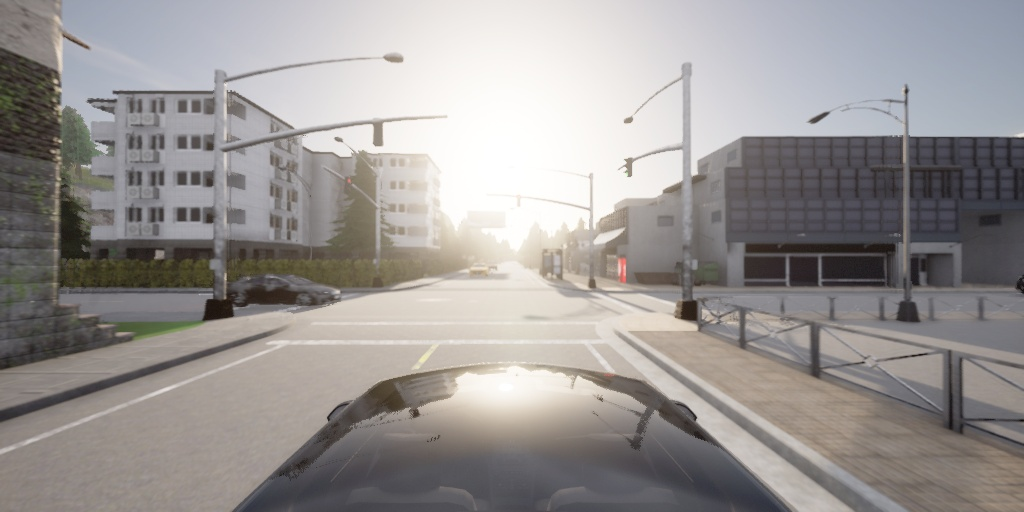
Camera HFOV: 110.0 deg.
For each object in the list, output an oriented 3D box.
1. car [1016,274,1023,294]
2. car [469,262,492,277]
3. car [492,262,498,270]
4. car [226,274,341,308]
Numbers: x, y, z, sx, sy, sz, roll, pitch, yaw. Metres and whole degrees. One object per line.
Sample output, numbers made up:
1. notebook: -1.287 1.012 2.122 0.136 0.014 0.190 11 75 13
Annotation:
1. car: 32.082 1.287 20.053 5.566 2.045 2.150 0 0 0
2. car: -3.581 1.517 39.677 1.882 1.535 5.008 0 -1 0
3. car: -3.499 1.772 61.751 1.994 1.385 4.181 0 -1 0
4. car: -10.442 1.580 16.353 4.902 1.511 2.128 1 -1 0
